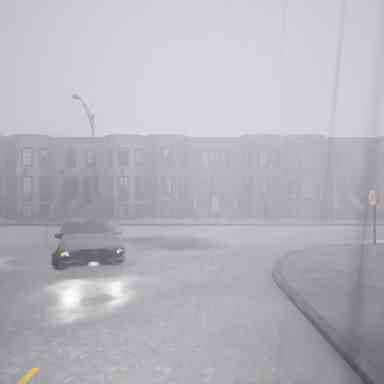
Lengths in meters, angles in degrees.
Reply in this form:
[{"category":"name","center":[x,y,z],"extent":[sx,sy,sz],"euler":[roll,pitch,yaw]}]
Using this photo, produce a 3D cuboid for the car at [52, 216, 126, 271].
[{"category":"car","center":[-3.575,1.547,11.397],"extent":[2.033,1.411,5.357],"euler":[0,0,-21]}]
